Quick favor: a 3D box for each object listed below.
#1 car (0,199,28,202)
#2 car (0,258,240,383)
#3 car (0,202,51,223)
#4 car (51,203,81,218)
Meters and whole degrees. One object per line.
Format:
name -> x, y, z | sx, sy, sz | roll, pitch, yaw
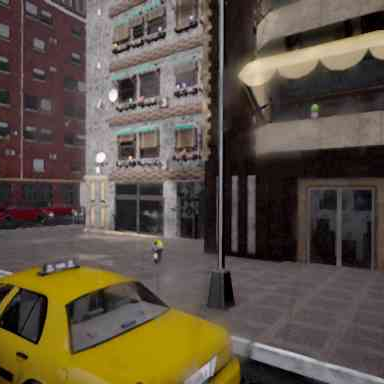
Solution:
car -> -16.806, 1.513, 29.381 | 2.192, 1.841, 5.009 | -1, -1, 35
car -> -1.809, 1.515, 4.147 | 4.829, 1.417, 1.752 | 0, 0, 35
car -> -14.617, 1.779, 27.966 | 1.994, 1.385, 4.181 | 0, -1, 35
car -> -13.531, 1.845, 34.034 | 1.887, 1.381, 4.507 | -1, -1, 35
